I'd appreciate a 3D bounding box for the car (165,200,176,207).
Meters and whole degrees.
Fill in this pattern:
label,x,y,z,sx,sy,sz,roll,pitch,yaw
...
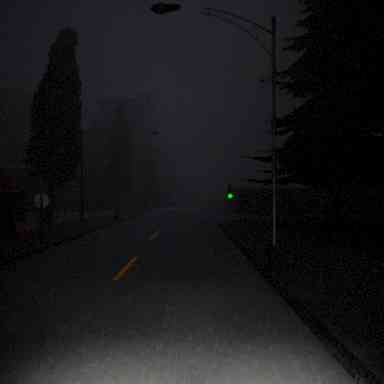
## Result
label,x,y,z,sx,sy,sz,roll,pitch,yaw
car,-4.080,2.234,64.489,2.033,1.411,5.357,0,-1,0
